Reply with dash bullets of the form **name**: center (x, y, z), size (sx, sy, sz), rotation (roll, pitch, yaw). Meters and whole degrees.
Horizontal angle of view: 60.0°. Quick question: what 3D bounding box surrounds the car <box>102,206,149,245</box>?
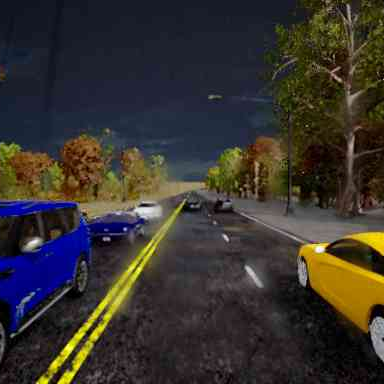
- **car**: center (-3.351, 1.548, 15.272), size (1.895, 1.301, 4.718), rotation (0, 0, 0)

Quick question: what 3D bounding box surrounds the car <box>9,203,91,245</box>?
- **car**: center (-6.602, 1.421, 16.186), size (1.882, 1.535, 5.008), rotation (0, 0, 0)

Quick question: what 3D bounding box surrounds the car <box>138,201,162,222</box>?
- **car**: center (-3.321, 1.438, 25.507), size (1.812, 1.442, 4.674), rotation (0, 0, 0)

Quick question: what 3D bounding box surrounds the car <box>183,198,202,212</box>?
- **car**: center (0.032, 1.439, 36.647), size (1.994, 1.385, 4.181), rotation (0, 0, 0)

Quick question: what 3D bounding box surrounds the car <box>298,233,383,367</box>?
- **car**: center (3.353, 1.428, 5.649), size (1.882, 1.535, 5.008), rotation (0, 1, 0)

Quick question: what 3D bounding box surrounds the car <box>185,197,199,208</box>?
- **car**: center (-0.003, 1.441, 47.418), size (1.895, 1.301, 4.718), rotation (0, 0, 0)

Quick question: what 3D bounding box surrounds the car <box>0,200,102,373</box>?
- **car**: center (-3.352, 1.202, 5.506), size (2.150, 2.045, 5.566), rotation (0, 0, 0)

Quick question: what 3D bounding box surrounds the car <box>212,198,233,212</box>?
- **car**: center (3.270, 1.343, 35.995), size (2.128, 1.511, 4.902), rotation (1, -1, 0)
